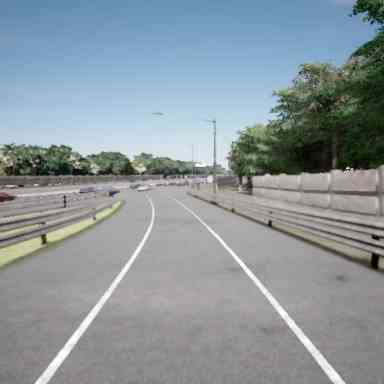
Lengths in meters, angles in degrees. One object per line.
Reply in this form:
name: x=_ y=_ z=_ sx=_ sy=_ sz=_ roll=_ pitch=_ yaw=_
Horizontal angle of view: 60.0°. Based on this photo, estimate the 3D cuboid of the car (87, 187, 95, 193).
car: x=-16.392 y=-0.182 z=59.850 sx=1.895 sy=1.301 sz=4.718 roll=0 pitch=3 yaw=14

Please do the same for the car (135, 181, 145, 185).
car: x=-11.285 y=-1.322 z=80.175 sx=1.994 sy=1.385 sz=4.181 roll=0 pitch=3 yaw=14

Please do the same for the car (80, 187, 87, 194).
car: x=-19.307 y=-0.345 z=62.615 sx=1.994 sy=1.385 sz=4.181 roll=0 pitch=3 yaw=14

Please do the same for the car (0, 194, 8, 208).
car: x=-20.054 y=1.284 z=30.914 sx=1.837 sy=1.490 sz=4.892 roll=0 pitch=3 yaw=14

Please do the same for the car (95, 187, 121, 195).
car: x=-13.731 y=-0.124 z=56.075 sx=1.882 sy=1.535 sz=5.008 roll=0 pitch=3 yaw=14

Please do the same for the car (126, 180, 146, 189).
car: x=-13.948 y=-1.515 z=83.936 sx=2.033 sy=1.411 sz=5.357 roll=0 pitch=3 yaw=14

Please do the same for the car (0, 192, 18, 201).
car: x=-24.416 y=0.722 z=42.284 sx=1.812 sy=1.442 sz=4.674 roll=0 pitch=3 yaw=14

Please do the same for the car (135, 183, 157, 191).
car: x=-9.835 y=-0.840 z=71.585 sx=1.895 sy=1.301 sz=4.718 roll=0 pitch=3 yaw=14
